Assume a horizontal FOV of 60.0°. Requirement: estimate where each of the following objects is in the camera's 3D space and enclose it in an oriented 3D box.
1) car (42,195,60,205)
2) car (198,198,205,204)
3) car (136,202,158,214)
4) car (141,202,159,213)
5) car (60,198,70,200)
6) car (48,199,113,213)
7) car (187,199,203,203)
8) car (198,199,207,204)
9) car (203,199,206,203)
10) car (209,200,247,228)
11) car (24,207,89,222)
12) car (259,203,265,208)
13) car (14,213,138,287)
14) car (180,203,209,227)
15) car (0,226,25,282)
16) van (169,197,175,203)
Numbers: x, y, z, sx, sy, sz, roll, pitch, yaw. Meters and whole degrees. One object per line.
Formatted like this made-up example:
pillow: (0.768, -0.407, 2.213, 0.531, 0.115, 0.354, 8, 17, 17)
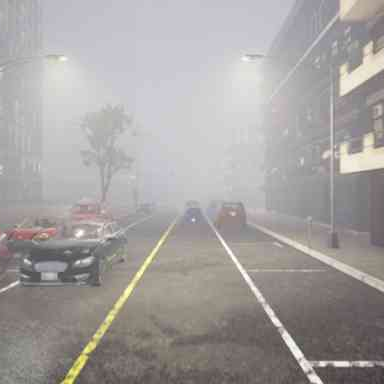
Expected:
car: (-27.372, 1.479, 60.449, 5.009, 1.841, 2.192, 1, -2, -1)
car: (2.684, 2.566, 95.470, 1.887, 1.381, 4.507, 0, -1, 0)
car: (-5.694, 1.992, 40.614, 1.947, 1.339, 4.313, 0, -1, 0)
car: (-5.694, 2.048, 45.860, 1.947, 1.339, 4.313, 0, -1, 0)
car: (-27.480, 1.794, 68.822, 4.313, 1.339, 1.947, 1, -1, -1)
car: (-5.693, 1.507, 18.414, 2.192, 1.841, 5.009, 0, -1, 0)
car: (0.096, 1.789, 41.526, 2.097, 1.767, 4.553, 0, -1, 0)
car: (2.685, 2.477, 85.503, 1.947, 1.339, 4.313, 0, -1, 0)
car: (2.686, 1.867, 40.616, 1.967, 1.590, 4.097, 0, -1, 0)
car: (2.687, 1.565, 23.966, 2.192, 1.841, 5.009, 0, -1, 0)
car: (-5.693, 1.574, 12.862, 1.967, 1.590, 4.097, 0, -1, 0)
car: (16.025, 2.493, 69.310, 4.097, 1.590, 1.967, 1, -1, -1)
car: (-3.098, 1.592, 9.676, 2.128, 1.511, 4.902, 0, -1, 0)
car: (0.094, 1.791, 25.386, 1.812, 1.442, 4.674, 0, -1, 0)
car: (-5.692, 1.658, 7.310, 1.802, 1.307, 4.206, 0, -1, 0)
van: (-5.697, 2.362, 95.471, 1.690, 1.788, 3.998, 0, -1, 0)
